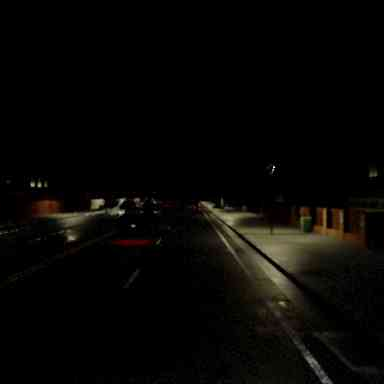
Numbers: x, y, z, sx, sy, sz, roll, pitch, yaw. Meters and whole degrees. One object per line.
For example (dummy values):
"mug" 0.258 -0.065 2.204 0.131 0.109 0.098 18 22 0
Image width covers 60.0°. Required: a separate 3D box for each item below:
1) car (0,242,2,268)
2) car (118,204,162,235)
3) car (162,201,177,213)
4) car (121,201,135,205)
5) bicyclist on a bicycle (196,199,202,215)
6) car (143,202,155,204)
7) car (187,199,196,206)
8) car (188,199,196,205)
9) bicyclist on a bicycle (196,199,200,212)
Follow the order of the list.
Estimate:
"car" -6.601 1.436 7.830 2.097 1.767 4.553 0 -1 0
"car" -3.150 1.707 20.318 1.882 1.535 5.008 0 -1 0
"car" -3.151 2.035 46.225 1.882 1.535 5.008 0 -1 0
"car" -9.817 2.126 51.146 1.837 1.490 4.892 0 -1 0
"bicyclist on a bicycle" 0.888 1.920 40.411 0.866 1.612 1.509 0 -1 0
"car" -6.569 2.161 50.626 2.033 1.411 5.357 0 -1 0
"car" -0.003 2.442 74.591 2.128 1.511 4.902 0 -1 0
"car" -0.003 2.575 85.518 1.812 1.442 4.674 0 -1 0
"bicyclist on a bicycle" 0.891 1.963 48.913 0.659 1.776 1.843 0 -1 0
